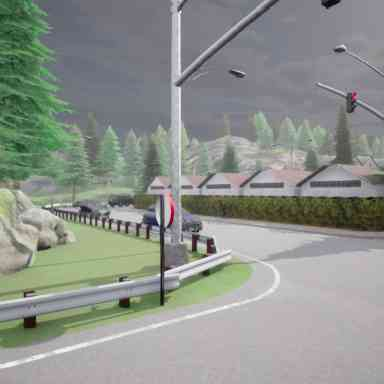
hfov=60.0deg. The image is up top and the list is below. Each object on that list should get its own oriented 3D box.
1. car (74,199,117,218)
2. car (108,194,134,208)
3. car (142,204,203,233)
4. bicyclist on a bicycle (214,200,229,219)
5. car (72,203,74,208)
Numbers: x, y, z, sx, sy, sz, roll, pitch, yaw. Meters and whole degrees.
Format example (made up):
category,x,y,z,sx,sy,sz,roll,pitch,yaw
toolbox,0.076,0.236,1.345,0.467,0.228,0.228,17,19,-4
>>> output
category,x,y,z,sx,sy,sz,roll,pitch,yaw
car,-9.434,1.679,32.166,2.128,1.511,4.902,0,1,-34
car,-10.955,1.398,53.198,2.150,2.045,5.566,0,0,33
car,-1.301,1.546,20.513,2.097,1.767,4.553,0,0,-35
bicyclist on a bicycle,2.525,1.494,28.091,1.656,1.620,0.582,0,0,-35
car,-16.334,1.744,50.437,1.994,1.385,4.181,0,0,17
